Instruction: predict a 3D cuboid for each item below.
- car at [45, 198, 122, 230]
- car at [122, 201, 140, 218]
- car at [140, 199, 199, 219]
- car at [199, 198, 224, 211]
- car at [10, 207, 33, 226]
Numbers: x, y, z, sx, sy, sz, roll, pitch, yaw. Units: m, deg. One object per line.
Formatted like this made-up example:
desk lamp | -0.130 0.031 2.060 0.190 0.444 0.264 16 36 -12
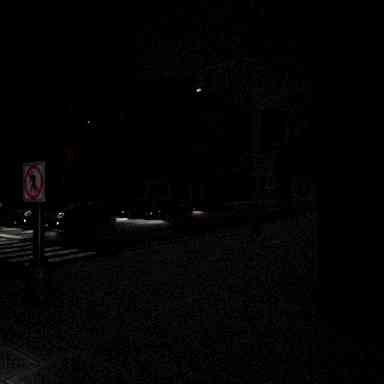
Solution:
car | -6.929 1.298 20.648 2.097 1.767 4.553 0 0 35
car | -4.663 1.480 29.487 1.994 1.385 4.181 0 0 35
car | -1.795 1.411 27.900 1.837 1.490 4.892 0 1 35
car | 1.744 1.417 38.522 2.033 1.411 5.357 0 0 36
car | -9.653 1.304 22.428 2.097 1.767 4.553 0 0 35
